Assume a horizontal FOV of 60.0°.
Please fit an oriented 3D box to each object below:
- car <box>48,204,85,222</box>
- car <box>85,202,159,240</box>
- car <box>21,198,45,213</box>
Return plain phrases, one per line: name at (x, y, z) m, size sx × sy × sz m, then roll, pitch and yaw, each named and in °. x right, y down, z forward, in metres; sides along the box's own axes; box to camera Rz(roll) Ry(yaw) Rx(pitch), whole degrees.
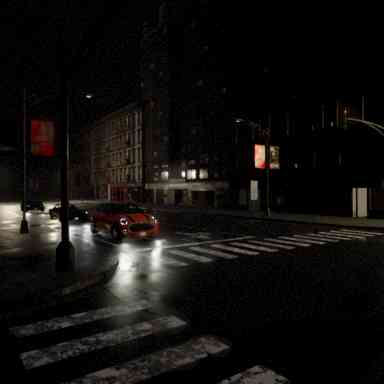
car at (-9.435, 1.560, 25.301) m, size 1.895 × 1.301 × 4.718 m, roll 0°, pitch 0°, yaw -36°
car at (-3.557, 1.341, 17.113) m, size 2.097 × 1.767 × 4.553 m, roll 0°, pitch 0°, yaw -36°
car at (-17.681, 1.443, 36.806) m, size 1.812 × 1.442 × 4.674 m, roll 0°, pitch 0°, yaw -35°
